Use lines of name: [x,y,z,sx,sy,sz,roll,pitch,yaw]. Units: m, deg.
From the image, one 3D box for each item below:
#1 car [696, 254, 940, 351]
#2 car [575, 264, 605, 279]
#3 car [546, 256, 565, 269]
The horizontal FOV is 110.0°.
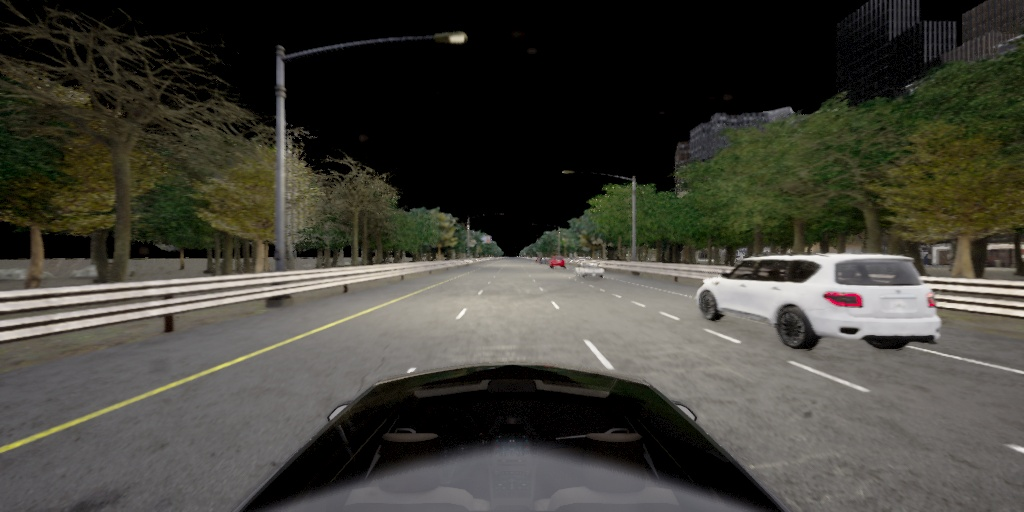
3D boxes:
car: [7.005,0.978,9.173,2.150,2.045,5.566,0,0,0]
car: [7.059,1.359,33.151,1.895,1.301,4.718,0,0,0]
car: [7.135,0.987,57.156,2.150,2.045,5.566,0,0,0]
